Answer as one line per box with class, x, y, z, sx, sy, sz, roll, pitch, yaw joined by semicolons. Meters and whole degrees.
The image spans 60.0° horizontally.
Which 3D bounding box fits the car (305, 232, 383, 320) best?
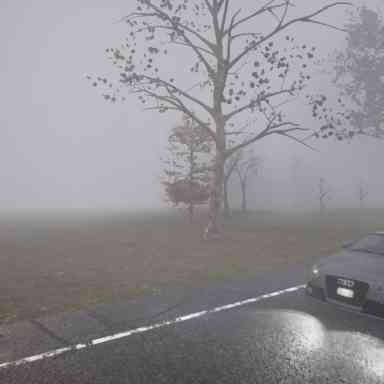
car;4.284;1.566;6.954;4.181;1.385;1.994;0;0;-36
